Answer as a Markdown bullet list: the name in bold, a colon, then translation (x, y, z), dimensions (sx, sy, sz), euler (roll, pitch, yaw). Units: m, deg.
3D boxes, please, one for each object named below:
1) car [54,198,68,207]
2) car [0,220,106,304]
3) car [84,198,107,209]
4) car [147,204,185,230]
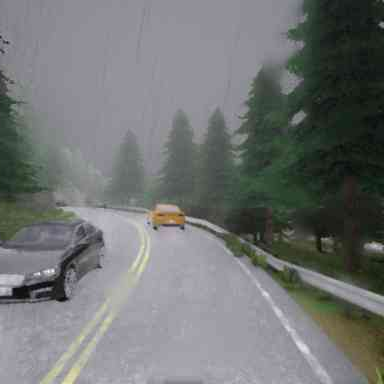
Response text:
- **car**: translation (-19.047, 1.465, 47.828), dimensions (2.033, 1.411, 5.357), euler (2, -3, -25)
- **car**: translation (-3.467, 1.495, 8.344), dimensions (2.128, 1.511, 4.902), euler (0, 0, -2)
- **car**: translation (-12.573, 1.467, 43.251), dimensions (1.994, 1.385, 4.181), euler (3, -1, -33)
- **car**: translation (-1.770, 1.523, 21.536), dimensions (1.882, 1.535, 5.008), euler (2, 0, -14)
